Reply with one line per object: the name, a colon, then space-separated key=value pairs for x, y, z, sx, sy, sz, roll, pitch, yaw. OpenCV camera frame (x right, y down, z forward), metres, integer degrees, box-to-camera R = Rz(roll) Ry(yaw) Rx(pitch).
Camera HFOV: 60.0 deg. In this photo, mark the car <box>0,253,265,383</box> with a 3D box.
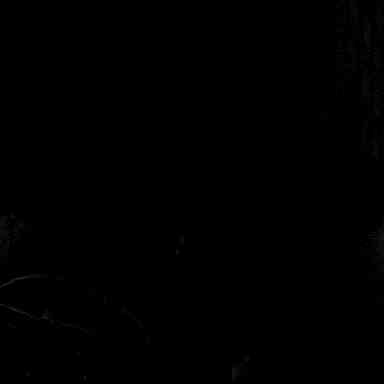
car: x=-1.273 y=1.473 z=4.001 sx=4.313 sy=1.339 sz=1.947 roll=2 pitch=1 yaw=36
